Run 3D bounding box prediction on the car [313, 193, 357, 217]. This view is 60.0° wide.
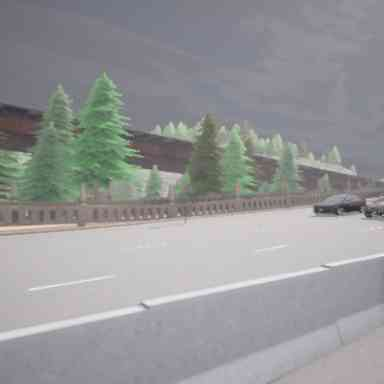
[{"bbox_3d":[11.077,0.899,24.786,5.008,1.535,1.882,-2,1,-35],"label":"car"}]

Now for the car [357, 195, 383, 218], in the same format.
[{"bbox_3d":[13.302,0.918,22.073,4.892,1.490,1.837,-2,1,-35],"label":"car"}]
